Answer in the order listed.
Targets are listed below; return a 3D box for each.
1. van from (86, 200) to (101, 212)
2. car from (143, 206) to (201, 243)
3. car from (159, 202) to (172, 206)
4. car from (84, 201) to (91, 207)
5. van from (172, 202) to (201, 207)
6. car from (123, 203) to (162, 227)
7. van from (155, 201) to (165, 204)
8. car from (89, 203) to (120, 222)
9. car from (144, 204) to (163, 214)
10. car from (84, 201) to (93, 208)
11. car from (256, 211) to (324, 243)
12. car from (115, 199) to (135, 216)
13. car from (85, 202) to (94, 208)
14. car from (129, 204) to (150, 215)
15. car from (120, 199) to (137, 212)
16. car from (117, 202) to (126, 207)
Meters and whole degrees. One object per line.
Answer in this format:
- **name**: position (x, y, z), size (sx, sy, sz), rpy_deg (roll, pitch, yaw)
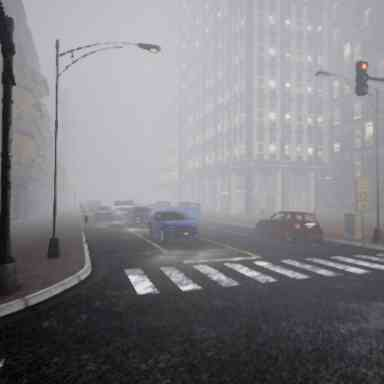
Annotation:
- **van**: position (-13.755, 2.136, 47.249), size (1.690, 1.788, 3.998), rpy_deg (1, -1, -19)
- **car**: position (-1.080, 1.732, 17.988), size (1.882, 1.535, 5.008), rpy_deg (1, -1, -19)
- **car**: position (-2.187, 2.247, 39.243), size (2.008, 1.369, 4.403), rpy_deg (1, -1, -19)
- **car**: position (-28.237, 3.156, 89.862), size (1.752, 1.417, 4.829), rpy_deg (1, -1, -19)
- **van**: position (-0.369, 1.935, 33.900), size (1.690, 1.788, 3.998), rpy_deg (1, -1, -19)
- **car**: position (-4.116, 1.928, 26.930), size (1.837, 1.490, 4.892), rpy_deg (1, -1, -19)
- **van**: position (-4.002, 2.139, 44.595), size (1.690, 1.788, 3.998), rpy_deg (1, -1, -19)
- **car**: position (-8.305, 2.039, 31.202), size (2.008, 1.369, 4.403), rpy_deg (1, -1, -19)
- **car**: position (-5.821, 2.467, 49.938), size (1.947, 1.339, 4.313), rpy_deg (1, -1, -19)
- **car**: position (-24.657, 2.972, 79.328), size (2.008, 1.369, 4.403), rpy_deg (1, -1, -19)
- **car**: position (5.082, 1.730, 17.856), size (1.967, 1.590, 4.097), rpy_deg (1, -1, -19)
- **car**: position (-7.526, 1.837, 37.013), size (2.150, 2.045, 5.566), rpy_deg (1, -1, -18)
- **car**: position (-22.841, 2.882, 73.981), size (1.947, 1.339, 4.313), rpy_deg (1, -1, -19)
- **car**: position (-7.449, 2.366, 46.517), size (2.033, 1.411, 5.357), rpy_deg (1, -1, -18)
- **car**: position (-10.842, 2.230, 56.365), size (2.150, 2.045, 5.566), rpy_deg (1, -1, -19)
- **car**: position (-18.541, 3.215, 87.369), size (1.802, 1.307, 4.206), rpy_deg (1, -1, -19)
